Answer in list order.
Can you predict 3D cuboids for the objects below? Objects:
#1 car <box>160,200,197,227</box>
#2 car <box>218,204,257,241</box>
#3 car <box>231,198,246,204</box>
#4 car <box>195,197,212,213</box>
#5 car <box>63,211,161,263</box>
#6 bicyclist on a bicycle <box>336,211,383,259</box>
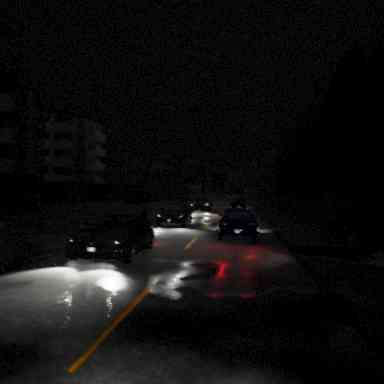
[{"bbox_3d":[-1.083,1.466,22.646,1.812,1.442,4.674,1,0,8],"label":"car"},{"bbox_3d":[2.347,1.561,17.031,1.812,1.442,4.674,1,0,8],"label":"car"},{"bbox_3d":[6.445,1.603,46.130,1.837,1.490,4.892,1,0,8],"label":"car"},{"bbox_3d":[1.072,1.325,37.603,2.097,1.767,4.553,1,0,8],"label":"car"},{"bbox_3d":[-2.645,1.480,11.595,1.994,1.385,4.181,1,0,8],"label":"car"},{"bbox_3d":[5.814,1.480,11.429,1.656,1.620,0.582,1,0,8],"label":"bicyclist on a bicycle"}]
